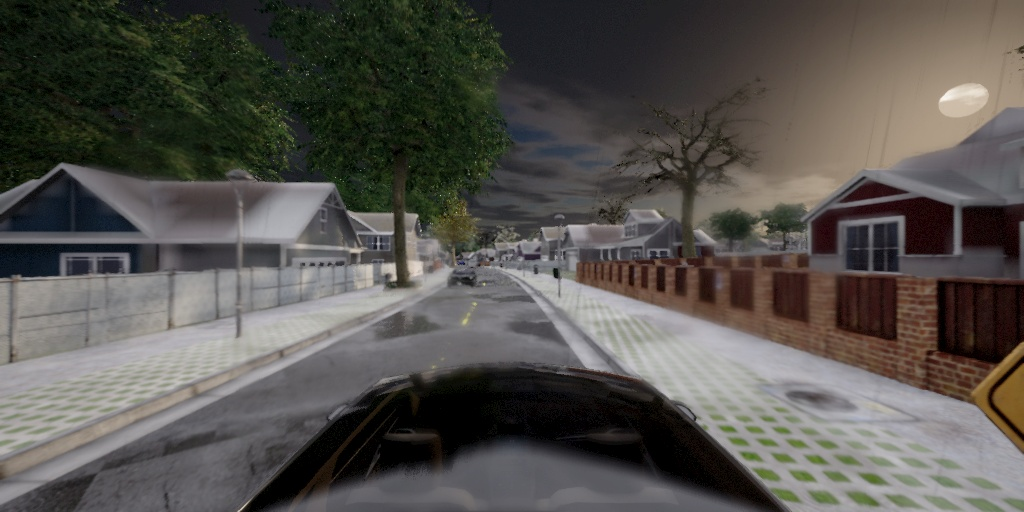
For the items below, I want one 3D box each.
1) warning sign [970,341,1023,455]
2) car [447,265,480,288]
[{"bbox_3d":[2.524,0.862,1.506,1.300,1.860,1.060,0,0,0],"label":"warning sign"},{"bbox_3d":[-3.548,1.568,25.942,1.895,1.301,4.718,0,-1,-3],"label":"car"}]
